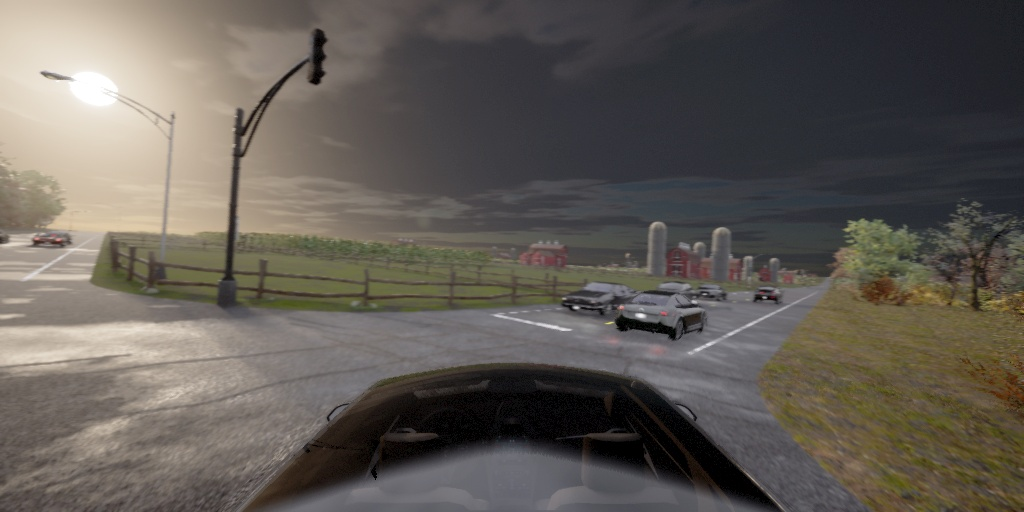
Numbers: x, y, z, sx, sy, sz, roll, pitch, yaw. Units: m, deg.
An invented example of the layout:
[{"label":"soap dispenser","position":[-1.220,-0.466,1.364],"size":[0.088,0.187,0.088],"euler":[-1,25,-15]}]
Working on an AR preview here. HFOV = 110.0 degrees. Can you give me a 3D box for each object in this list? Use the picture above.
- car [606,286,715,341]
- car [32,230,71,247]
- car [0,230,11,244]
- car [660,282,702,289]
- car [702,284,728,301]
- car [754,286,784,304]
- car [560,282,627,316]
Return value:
[{"label":"car","position":[5.222,1.895,12.329],"size":[1.994,1.385,4.181],"euler":[2,-2,42]},{"label":"car","position":[-44.604,-1.595,34.664],"size":[4.718,1.301,1.895],"euler":[4,0,41]},{"label":"car","position":[-47.972,-1.839,32.980],"size":[4.718,1.301,1.895],"euler":[4,0,41]},{"label":"car","position":[11.063,2.511,24.456],"size":[1.837,1.490,4.892],"euler":[2,-2,41]},{"label":"car","position":[17.730,3.183,31.938],"size":[1.994,1.385,4.181],"euler":[2,-2,42]},{"label":"car","position":[23.695,3.536,33.097],"size":[1.837,1.490,4.892],"euler":[2,-2,42]},{"label":"car","position":[4.502,1.950,17.079],"size":[2.033,1.411,5.357],"euler":[2,-2,42]}]
